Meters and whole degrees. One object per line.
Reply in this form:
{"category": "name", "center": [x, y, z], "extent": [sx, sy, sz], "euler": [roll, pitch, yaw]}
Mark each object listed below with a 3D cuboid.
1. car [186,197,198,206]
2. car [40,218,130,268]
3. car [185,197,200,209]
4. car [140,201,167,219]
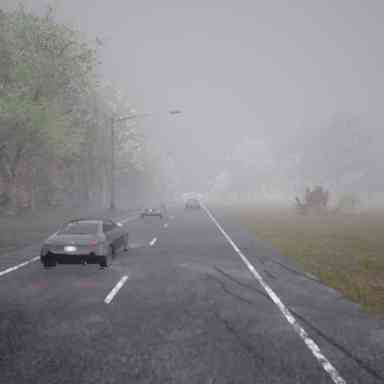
{"category": "car", "center": [0.010, 1.506, 54.120], "extent": [1.812, 1.442, 4.674], "euler": [0, 0, 0]}
{"category": "car", "center": [-3.400, 1.559, 11.302], "extent": [1.994, 1.385, 4.181], "euler": [0, 0, 0]}
{"category": "car", "center": [0.106, 1.546, 43.920], "extent": [1.994, 1.385, 4.181], "euler": [0, 0, 0]}
{"category": "car", "center": [-3.280, 1.535, 29.182], "extent": [2.033, 1.411, 5.357], "euler": [0, 0, 1]}
